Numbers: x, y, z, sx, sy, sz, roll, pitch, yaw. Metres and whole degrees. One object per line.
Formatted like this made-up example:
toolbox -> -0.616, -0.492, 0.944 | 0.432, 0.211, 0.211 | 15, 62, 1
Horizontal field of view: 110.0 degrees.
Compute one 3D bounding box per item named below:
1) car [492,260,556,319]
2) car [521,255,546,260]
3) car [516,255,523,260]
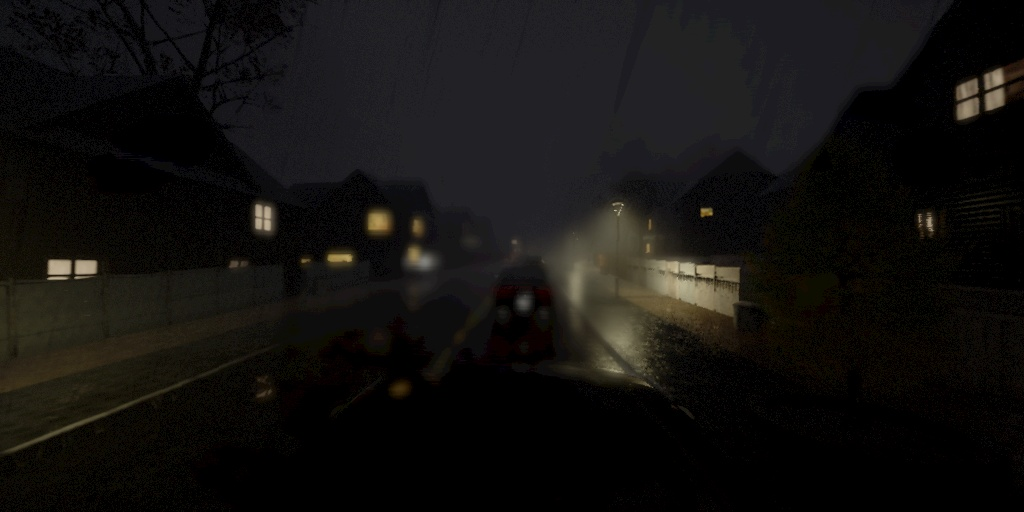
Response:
car -> 0.448, 1.089, 12.230 | 1.882, 1.535, 5.008 | 0, 1, 3
car -> 2.171, 0.842, 30.594 | 1.837, 1.490, 4.892 | 0, 1, 8
car -> 1.620, 0.631, 45.446 | 1.812, 1.442, 4.674 | 0, 1, 11
